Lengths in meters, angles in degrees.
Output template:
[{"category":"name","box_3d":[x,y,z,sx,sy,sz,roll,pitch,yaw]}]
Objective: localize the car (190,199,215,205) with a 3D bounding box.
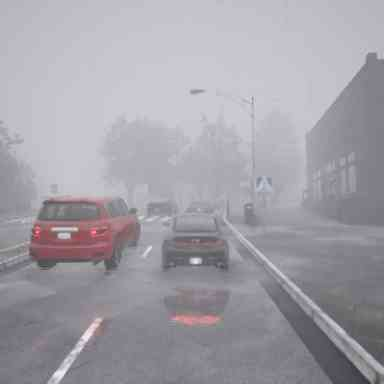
[{"category":"car","box_3d":[0.768,1.264,26.953,1.994,1.385,4.181,-1,1,7]}]

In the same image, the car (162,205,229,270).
[{"category":"car","box_3d":[0.100,1.421,10.694,1.837,1.490,4.892,0,1,0]}]

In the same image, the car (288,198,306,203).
[{"category":"car","box_3d":[26.001,2.278,82.152,2.128,1.511,4.902,2,-4,-31]}]

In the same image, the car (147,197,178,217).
[{"category":"car","box_3d":[-2.371,1.201,27.973,1.882,1.535,5.008,-1,0,7]}]

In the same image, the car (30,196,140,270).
[{"category":"car","box_3d":[-3.147,1.135,10.894,2.150,2.045,5.566,0,1,0]}]
